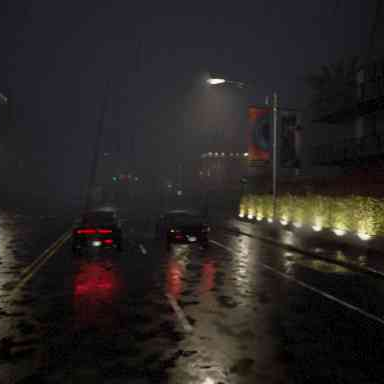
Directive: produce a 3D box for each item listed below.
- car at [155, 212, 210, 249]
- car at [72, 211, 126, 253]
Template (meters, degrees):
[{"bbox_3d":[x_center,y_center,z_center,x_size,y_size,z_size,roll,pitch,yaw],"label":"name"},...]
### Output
[{"bbox_3d":[-0.530,1.625,14.944,1.812,1.442,4.674,1,0,-14],"label":"car"},{"bbox_3d":[-3.914,1.554,14.050,1.837,1.490,4.892,1,0,-14],"label":"car"}]
